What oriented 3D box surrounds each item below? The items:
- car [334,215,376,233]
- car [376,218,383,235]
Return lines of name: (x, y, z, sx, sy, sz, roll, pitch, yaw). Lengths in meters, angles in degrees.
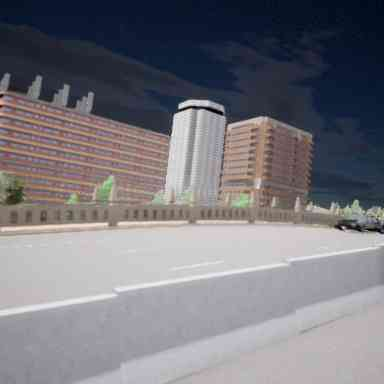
car: (13.592, 2.545, 26.579, 5.357, 1.411, 2.033, 6, -4, -35)
car: (15.441, 2.454, 23.596, 5.008, 1.535, 1.882, 6, -4, -35)
